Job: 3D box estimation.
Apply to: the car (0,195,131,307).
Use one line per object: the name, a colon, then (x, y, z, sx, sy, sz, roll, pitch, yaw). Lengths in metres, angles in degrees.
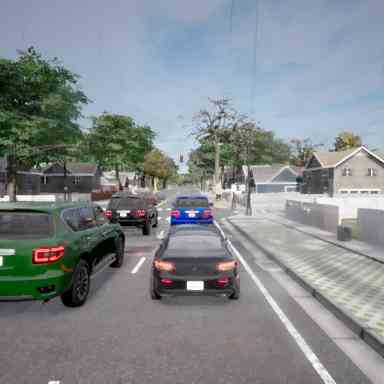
car: (-3.183, 1.209, 8.089, 2.150, 2.045, 5.566, 0, 0, 1)

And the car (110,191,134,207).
car: (-9.818, 0.888, 46.962, 2.150, 2.045, 5.566, 0, 1, 0)

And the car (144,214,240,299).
car: (0.071, 1.513, 8.281, 1.812, 1.442, 4.674, 0, 0, 0)

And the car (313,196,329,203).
car: (13.299, 1.198, 34.458, 4.902, 1.511, 2.128, 0, 1, -2)

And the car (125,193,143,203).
car: (-9.799, 1.043, 56.641, 2.128, 1.511, 4.902, 0, 1, 0)

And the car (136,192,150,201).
car: (-9.725, 0.853, 66.615, 2.128, 1.511, 4.902, 0, 1, 1)

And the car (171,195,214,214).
car: (0.033, 1.159, 18.314, 2.150, 2.045, 5.566, 0, 0, 1)

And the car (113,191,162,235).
car: (-3.215, 1.158, 18.441, 2.150, 2.045, 5.566, 0, 0, 1)

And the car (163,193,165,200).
car: (-6.485, 0.857, 66.436, 2.128, 1.511, 4.902, 0, 1, 1)

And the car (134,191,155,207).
car: (-6.567, 0.888, 46.907, 2.150, 2.045, 5.566, 0, 1, 0)
